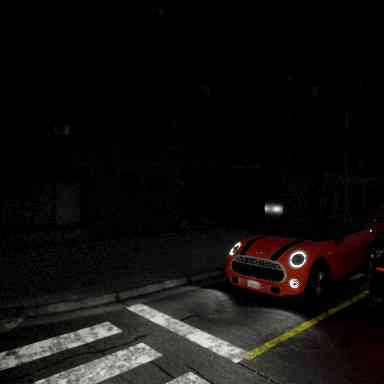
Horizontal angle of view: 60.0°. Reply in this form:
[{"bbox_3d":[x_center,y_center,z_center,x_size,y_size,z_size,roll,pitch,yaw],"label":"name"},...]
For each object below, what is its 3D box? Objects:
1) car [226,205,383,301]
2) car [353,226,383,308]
[{"bbox_3d":[2.907,1.323,8.433,4.553,1.767,2.097,0,0,-43],"label":"car"},{"bbox_3d":[5.277,1.491,6.778,4.892,1.490,1.837,0,0,-43],"label":"car"}]
